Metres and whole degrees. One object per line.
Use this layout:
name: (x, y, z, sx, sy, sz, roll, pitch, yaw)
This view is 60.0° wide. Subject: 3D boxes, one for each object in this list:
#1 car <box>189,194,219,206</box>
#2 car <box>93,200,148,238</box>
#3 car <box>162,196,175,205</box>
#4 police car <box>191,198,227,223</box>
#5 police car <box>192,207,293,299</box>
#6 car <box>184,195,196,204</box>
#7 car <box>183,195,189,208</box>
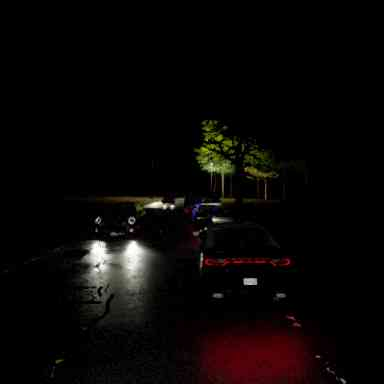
car: (1.028, 1.167, 24.542, 2.150, 2.045, 5.566, 0, 0, 0)
car: (-3.604, 1.321, 17.443, 2.097, 1.767, 4.553, 0, 0, 0)
car: (-3.741, 1.353, 53.195, 1.994, 1.385, 4.181, 0, 0, -1)
police car: (1.047, 1.391, 18.620, 1.930, 1.638, 5.238, 0, 0, 0)
police car: (1.057, 1.416, 8.614, 1.930, 1.638, 5.238, 0, 0, 0)
car: (-0.307, 1.300, 59.623, 2.033, 1.411, 5.357, 0, 0, -1)
car: (-0.128, 1.326, 45.214, 2.128, 1.511, 4.902, 0, 0, 0)
